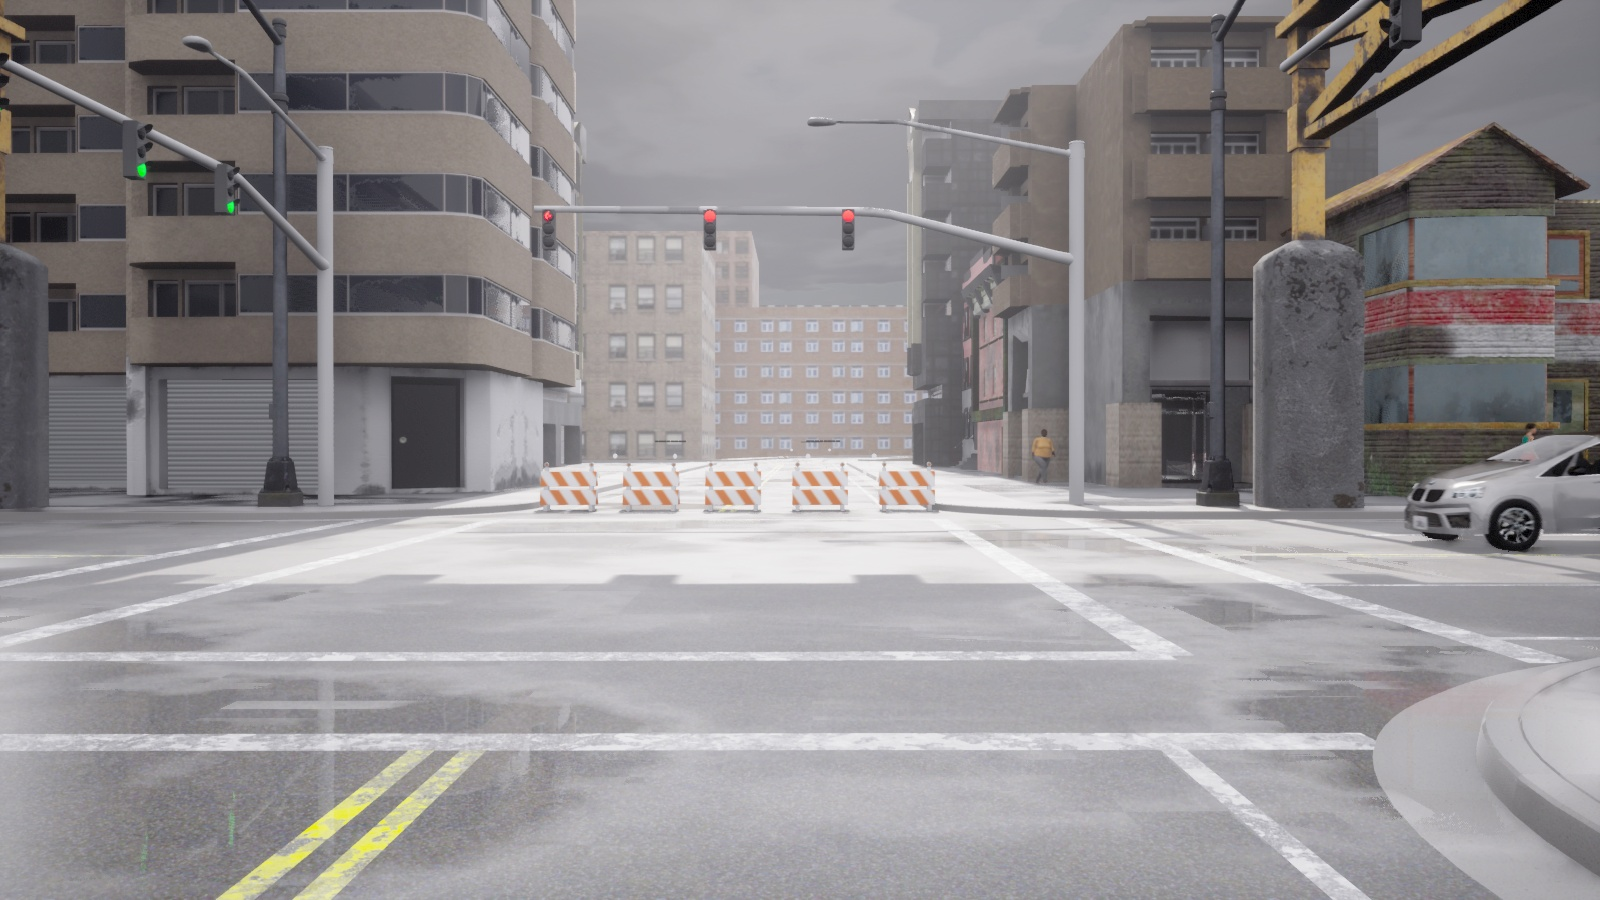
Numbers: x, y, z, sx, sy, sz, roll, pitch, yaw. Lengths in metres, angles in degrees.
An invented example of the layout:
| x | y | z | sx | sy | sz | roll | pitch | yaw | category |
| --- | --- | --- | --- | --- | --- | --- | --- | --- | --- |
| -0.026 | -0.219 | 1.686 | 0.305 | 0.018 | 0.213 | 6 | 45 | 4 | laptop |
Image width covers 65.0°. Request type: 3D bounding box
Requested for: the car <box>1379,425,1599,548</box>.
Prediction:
| x | y | z | sx | sy | sz | roll | pitch | yaw | category |
| --- | --- | --- | --- | --- | --- | --- | --- | --- | --- |
| 11.238 | 0.498 | 18.229 | 4.611 | 1.667 | 2.242 | 0 | 0 | 0 | car |

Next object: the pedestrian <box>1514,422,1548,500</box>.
| x | y | z | sx | sy | sz | roll | pitch | yaw | category |
| --- | --- | --- | --- | --- | --- | --- | --- | --- | --- |
| 17.362 | 0.257 | 29.831 | 0.594 | 1.836 | 0.345 | 0 | 0 | 5 | pedestrian |

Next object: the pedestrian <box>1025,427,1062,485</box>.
| x | y | z | sx | sy | sz | roll | pitch | yaw | category |
| --- | --- | --- | --- | --- | --- | --- | --- | --- | --- |
| 7.891 | 0.188 | 40.743 | 0.874 | 1.855 | 0.900 | 0 | 0 | -13 | pedestrian |
